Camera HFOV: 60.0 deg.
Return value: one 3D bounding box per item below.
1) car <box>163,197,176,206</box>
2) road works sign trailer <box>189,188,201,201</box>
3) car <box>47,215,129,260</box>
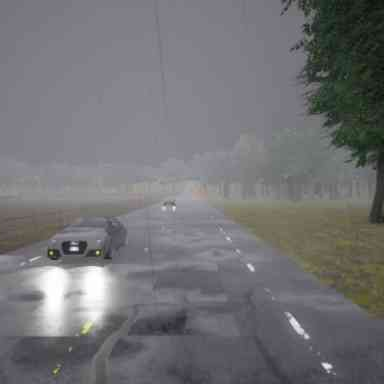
[{"bbox_3d":[-3.592,1.482,53.593,1.882,1.535,5.008,0,0,0],"label":"car"},{"bbox_3d":[0.649,0.722,72.872,2.380,2.880,3.560,1,-8,-5],"label":"road works sign trailer"},{"bbox_3d":[-3.604,1.547,12.166,1.994,1.385,4.181,0,0,0],"label":"car"}]
